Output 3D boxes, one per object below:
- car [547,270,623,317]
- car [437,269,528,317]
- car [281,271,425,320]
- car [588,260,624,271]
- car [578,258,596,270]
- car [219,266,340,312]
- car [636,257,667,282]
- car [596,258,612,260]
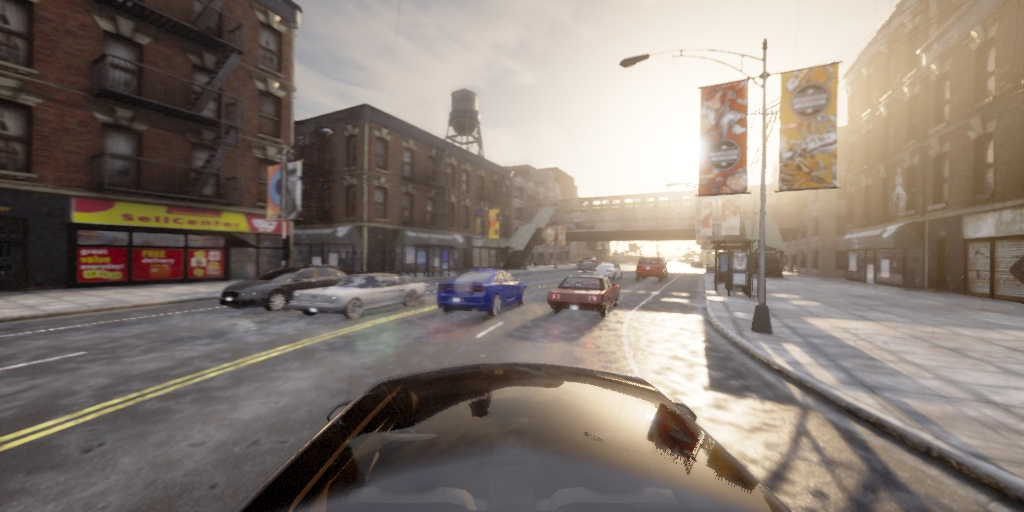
[{"bbox_3d":[2.918,1.386,13.615,1.895,1.301,4.718,1,0,24],"label":"car"},{"bbox_3d":[-0.863,1.213,13.352,1.882,1.535,5.008,0,0,20],"label":"car"},{"bbox_3d":[-5.102,1.282,12.566,1.895,1.301,4.718,1,0,19],"label":"car"},{"bbox_3d":[8.542,1.379,32.069,1.812,1.442,4.674,1,0,28],"label":"car"},{"bbox_3d":[11.105,1.407,52.211,1.812,1.442,4.674,1,0,28],"label":"car"},{"bbox_3d":[-8.301,1.144,13.791,1.837,1.490,4.892,0,0,19],"label":"car"},{"bbox_3d":[12.525,1.127,32.091,2.150,2.045,5.566,1,0,28],"label":"car"},{"bbox_3d":[13.317,1.414,48.945,1.837,1.490,4.892,1,1,28],"label":"car"}]
